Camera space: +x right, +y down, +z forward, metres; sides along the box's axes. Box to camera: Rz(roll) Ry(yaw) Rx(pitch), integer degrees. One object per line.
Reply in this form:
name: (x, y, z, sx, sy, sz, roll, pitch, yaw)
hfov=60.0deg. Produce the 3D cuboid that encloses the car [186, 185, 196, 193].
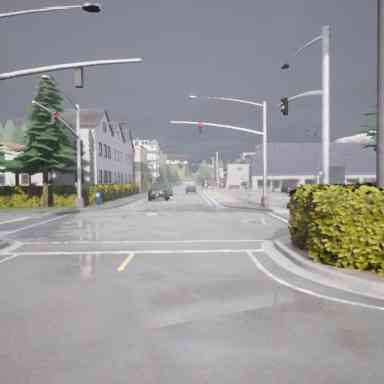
car: (-0.168, -0.562, 58.667, 2.128, 1.511, 4.902, -1, 2, 0)

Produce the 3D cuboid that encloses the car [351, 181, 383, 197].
car: (22.261, -0.457, 42.067, 1.932, 1.855, 4.605, -1, 2, 0)

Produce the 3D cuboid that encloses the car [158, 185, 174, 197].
car: (-3.731, -0.160, 48.408, 1.837, 1.490, 4.892, -1, 2, 0)

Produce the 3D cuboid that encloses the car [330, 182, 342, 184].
car: (25.310, -1.026, 59.457, 2.152, 1.636, 5.027, -1, 2, 0)

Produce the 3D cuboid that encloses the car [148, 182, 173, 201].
car: (-3.720, -0.097, 38.247, 2.150, 2.045, 5.566, -1, 2, 0)

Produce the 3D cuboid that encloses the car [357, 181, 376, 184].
car: (19.016, -0.173, 34.187, 1.905, 1.878, 3.866, -1, 2, 0)

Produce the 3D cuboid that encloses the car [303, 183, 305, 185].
car: (18.895, -0.862, 59.105, 1.970, 1.475, 3.806, -1, 2, 0)

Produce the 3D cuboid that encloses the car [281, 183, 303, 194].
car: (15.270, -0.515, 52.045, 2.007, 1.523, 4.514, -1, 2, 0)
